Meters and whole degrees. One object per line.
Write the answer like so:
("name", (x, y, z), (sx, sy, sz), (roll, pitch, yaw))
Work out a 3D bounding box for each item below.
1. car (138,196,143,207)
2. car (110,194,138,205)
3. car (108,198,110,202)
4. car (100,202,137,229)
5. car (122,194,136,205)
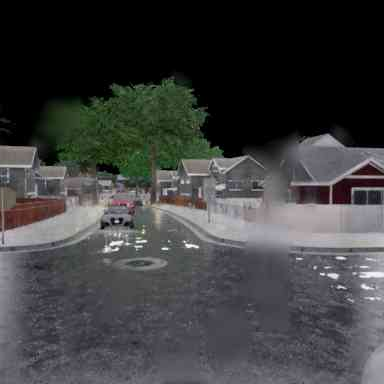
("car", (-8.915, 1.322, 51.583), (2.097, 1.767, 4.553), (0, 0, -16))
("car", (-7.207, 1.214, 34.626), (2.150, 2.045, 5.566), (0, 0, -14))
("car", (-12.093, 1.337, 52.611), (2.097, 1.767, 4.553), (0, 0, -16))
("car", (-4.749, 1.562, 21.508), (1.994, 1.385, 4.181), (0, 0, -10))
("car", (-11.634, 1.320, 61.173), (2.097, 1.767, 4.553), (0, 0, -14))
